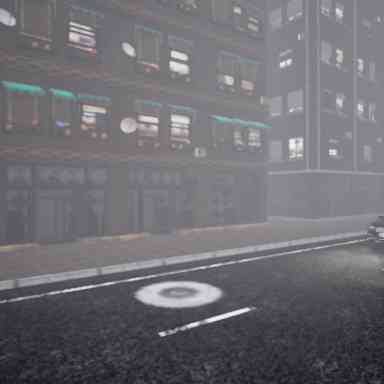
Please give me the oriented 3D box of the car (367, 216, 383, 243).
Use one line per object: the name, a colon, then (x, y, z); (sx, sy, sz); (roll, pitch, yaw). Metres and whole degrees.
car: (9.519, 1.431, 14.469); (4.902, 1.511, 2.128); (0, 0, -35)
